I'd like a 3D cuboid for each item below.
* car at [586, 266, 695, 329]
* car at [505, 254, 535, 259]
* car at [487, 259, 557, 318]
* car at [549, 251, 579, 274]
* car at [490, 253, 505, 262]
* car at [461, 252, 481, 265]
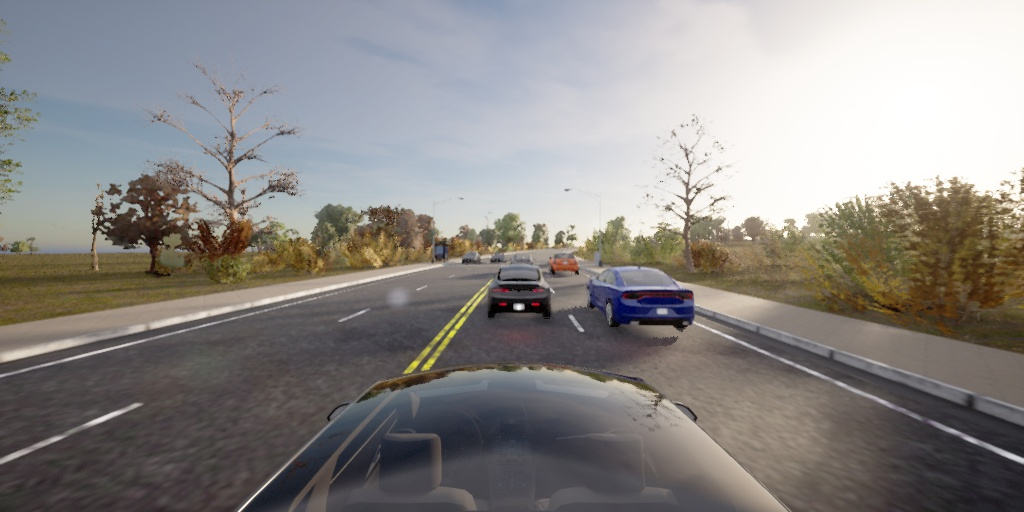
[{"bbox_3d":[3.463,1.030,10.552,1.882,1.535,5.008,0,2,2],"label":"car"},{"bbox_3d":[0.852,0.602,29.213,2.128,1.511,4.902,0,1,3],"label":"car"},{"bbox_3d":[0.245,1.025,11.841,1.837,1.490,4.892,0,2,2],"label":"car"},{"bbox_3d":[4.091,0.472,28.894,2.097,1.767,4.553,0,1,3],"label":"car"},{"bbox_3d":[-1.627,0.281,45.463,1.994,1.385,4.181,0,1,4],"label":"car"},{"bbox_3d":[-4.971,0.249,44.298,1.837,1.490,4.892,0,1,4],"label":"car"}]
